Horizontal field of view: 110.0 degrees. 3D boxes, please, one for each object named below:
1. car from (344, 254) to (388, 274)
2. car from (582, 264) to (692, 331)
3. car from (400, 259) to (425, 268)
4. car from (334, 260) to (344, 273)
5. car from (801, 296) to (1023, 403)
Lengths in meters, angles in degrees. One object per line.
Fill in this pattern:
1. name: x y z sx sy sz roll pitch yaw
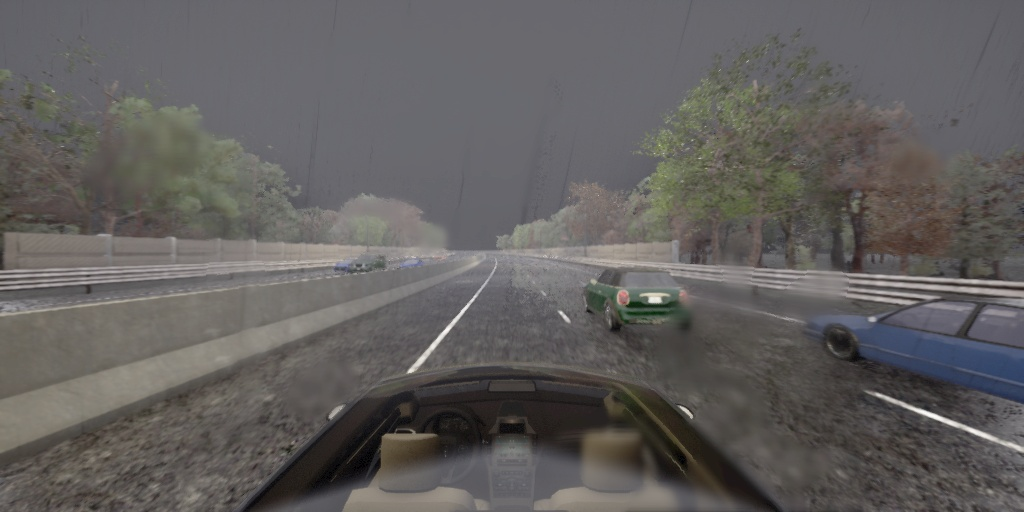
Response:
1. car: -14.393 0.843 36.290 2.150 2.045 5.566 0 1 -1
2. car: 3.575 1.109 11.114 2.097 1.767 4.553 0 0 0
3. car: -10.945 1.053 39.726 1.882 1.535 5.008 0 1 -1
4. car: -17.947 1.058 39.850 1.882 1.535 5.008 0 1 -1
5. car: 7.098 1.296 5.138 2.033 1.411 5.357 0 0 0
